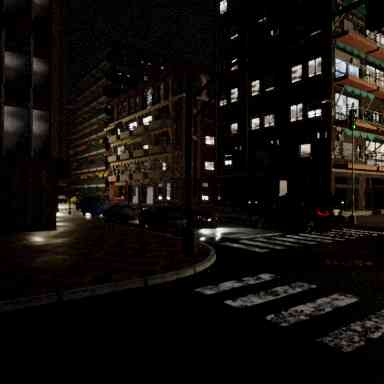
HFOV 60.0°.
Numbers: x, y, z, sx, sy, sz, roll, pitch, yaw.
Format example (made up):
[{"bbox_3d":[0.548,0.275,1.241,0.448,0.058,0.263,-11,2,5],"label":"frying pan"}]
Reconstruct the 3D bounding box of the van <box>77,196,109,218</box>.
[{"bbox_3d":[-8.367,1.265,28.981,1.690,1.788,3.998,0,0,-36],"label":"van"}]

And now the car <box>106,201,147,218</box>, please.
[{"bbox_3d":[-5.999,1.538,30.120,1.895,1.301,4.718,0,0,-36],"label":"car"}]

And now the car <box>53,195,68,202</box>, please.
[{"bbox_3d":[-28.001,1.360,70.665,1.967,1.590,4.097,0,0,-36],"label":"car"}]

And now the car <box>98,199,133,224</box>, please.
[{"bbox_3d":[-4.963,1.459,24.242,1.752,1.417,4.829,0,0,-36],"label":"car"}]

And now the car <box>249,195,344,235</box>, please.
[{"bbox_3d":[5.810,1.202,19.174,2.150,2.045,5.566,0,0,-36],"label":"car"}]

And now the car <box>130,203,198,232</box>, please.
[{"bbox_3d":[-1.759,1.526,19.781,1.802,1.307,4.206,0,0,-36],"label":"car"}]

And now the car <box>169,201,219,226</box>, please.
[{"bbox_3d":[-0.100,1.518,21.903,1.994,1.385,4.181,0,0,-36],"label":"car"}]

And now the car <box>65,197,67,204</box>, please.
[{"bbox_3d":[-21.491,1.447,61.605,1.752,1.417,4.829,0,0,-36],"label":"car"}]

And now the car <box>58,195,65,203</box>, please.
[{"bbox_3d":[-24.448,1.456,61.261,2.033,1.411,5.357,0,0,-35],"label":"car"}]

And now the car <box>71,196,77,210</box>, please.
[{"bbox_3d":[-12.068,1.428,38.587,1.837,1.490,4.892,0,0,-35],"label":"car"}]
